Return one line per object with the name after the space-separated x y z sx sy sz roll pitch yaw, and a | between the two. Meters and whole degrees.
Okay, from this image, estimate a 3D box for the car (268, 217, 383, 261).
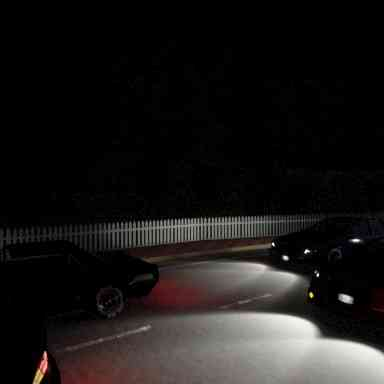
5.130 1.547 10.952 5.357 1.411 2.033 0 0 -26 | car

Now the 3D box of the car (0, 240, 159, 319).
-3.071 1.601 5.871 4.718 1.301 1.895 0 0 -34 | car

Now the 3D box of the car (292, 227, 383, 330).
4.238 1.564 6.432 4.181 1.385 1.994 0 0 -30 | car

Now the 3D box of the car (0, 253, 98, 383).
-3.228 1.492 1.564 4.902 1.511 2.128 0 0 -35 | car
